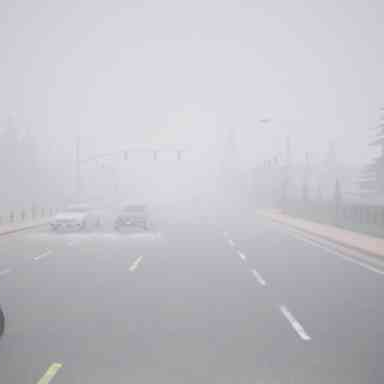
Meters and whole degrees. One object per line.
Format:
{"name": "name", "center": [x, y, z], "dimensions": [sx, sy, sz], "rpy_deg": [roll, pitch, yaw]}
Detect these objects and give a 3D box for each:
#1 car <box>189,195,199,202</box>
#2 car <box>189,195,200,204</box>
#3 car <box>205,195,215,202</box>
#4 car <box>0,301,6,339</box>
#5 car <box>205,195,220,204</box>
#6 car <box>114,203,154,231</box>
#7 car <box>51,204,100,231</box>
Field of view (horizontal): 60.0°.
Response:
{"name": "car", "center": [0.357, 1.385, 70.492], "dimensions": [2.033, 1.411, 5.357], "rpy_deg": [0, 0, 0]}
{"name": "car", "center": [0.432, 1.467, 60.207], "dimensions": [1.812, 1.442, 4.674], "rpy_deg": [0, 0, 0]}
{"name": "car", "center": [3.857, 1.368, 70.489], "dimensions": [1.812, 1.442, 4.674], "rpy_deg": [0, 0, 0]}
{"name": "car", "center": [-3.592, 1.561, 2.932], "dimensions": [1.994, 1.385, 4.181], "rpy_deg": [0, 0, 0]}
{"name": "car", "center": [3.936, 1.504, 60.702], "dimensions": [1.994, 1.385, 4.181], "rpy_deg": [0, 0, 0]}
{"name": "car", "center": [-3.500, 1.489, 20.686], "dimensions": [1.837, 1.490, 4.892], "rpy_deg": [0, 0, 0]}
{"name": "car", "center": [-7.002, 1.506, 20.529], "dimensions": [1.812, 1.442, 4.674], "rpy_deg": [0, 0, 0]}
